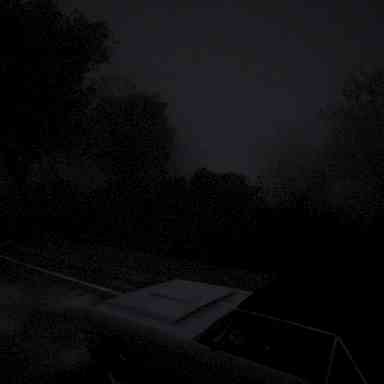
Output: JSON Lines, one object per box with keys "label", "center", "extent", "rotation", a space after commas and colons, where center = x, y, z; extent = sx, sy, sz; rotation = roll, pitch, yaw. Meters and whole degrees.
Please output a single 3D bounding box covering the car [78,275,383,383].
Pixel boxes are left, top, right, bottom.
{"label": "car", "center": [0.932, 1.610, 3.446], "extent": [4.718, 1.301, 1.895], "rotation": [0, 0, 36]}
